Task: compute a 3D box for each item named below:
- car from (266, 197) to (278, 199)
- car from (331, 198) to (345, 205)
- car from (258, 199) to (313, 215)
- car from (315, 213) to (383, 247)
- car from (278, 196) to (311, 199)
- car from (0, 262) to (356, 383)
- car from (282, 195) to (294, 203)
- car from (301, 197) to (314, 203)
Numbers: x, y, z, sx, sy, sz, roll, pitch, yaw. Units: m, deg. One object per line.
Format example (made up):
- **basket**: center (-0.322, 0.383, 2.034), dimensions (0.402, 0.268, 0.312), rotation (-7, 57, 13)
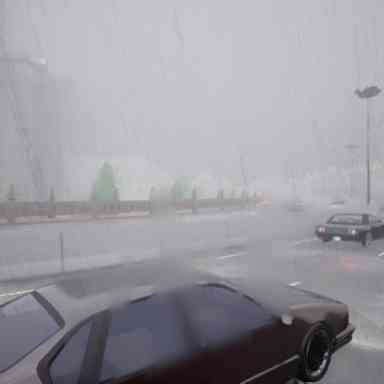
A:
- **car**: center (9.643, 1.453, 40.230), dimensions (2.097, 1.767, 4.553), rotation (-1, -1, 32)
- **car**: center (26.387, 1.723, 60.138), dimensions (1.895, 1.301, 4.718), rotation (-1, 0, 17)
- **car**: center (7.096, 1.522, 25.162), dimensions (2.128, 1.511, 4.902), rotation (0, 0, 41)
- **car**: center (7.462, 1.594, 15.019), dimensions (4.718, 1.301, 1.895), rotation (0, 0, -44)
- **car**: center (11.583, 1.422, 36.782), dimensions (2.097, 1.767, 4.553), rotation (-1, 0, 33)
- **car**: center (-0.374, 1.554, 3.627), dimensions (5.357, 1.411, 2.033), rotation (0, 0, -37)
- **car**: center (22.737, 1.655, 79.032), dimensions (2.097, 1.767, 4.553), rotation (-1, 0, 7)
- **car**: center (25.775, 1.756, 74.349), dimensions (1.812, 1.442, 4.674), rotation (-1, 0, 10)
